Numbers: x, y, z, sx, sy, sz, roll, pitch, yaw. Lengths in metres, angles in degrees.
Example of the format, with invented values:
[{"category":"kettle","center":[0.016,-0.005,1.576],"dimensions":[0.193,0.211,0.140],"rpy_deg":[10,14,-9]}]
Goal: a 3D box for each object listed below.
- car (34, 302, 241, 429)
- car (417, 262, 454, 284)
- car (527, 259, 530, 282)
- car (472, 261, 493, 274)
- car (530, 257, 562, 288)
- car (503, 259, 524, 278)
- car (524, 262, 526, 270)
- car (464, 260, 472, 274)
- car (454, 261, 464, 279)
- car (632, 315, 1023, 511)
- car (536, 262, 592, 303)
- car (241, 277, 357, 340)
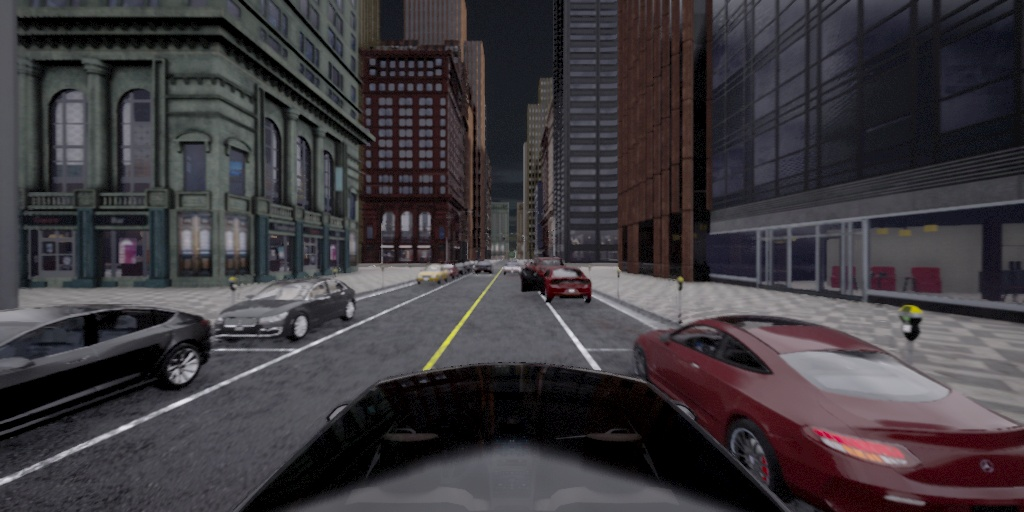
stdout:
[{"category":"car","center":[-5.763,1.314,4.115],"dimensions":[1.948,1.339,4.313],"rpy_deg":[0,0,0]},{"category":"car","center":[-5.762,1.255,26.491],"dimensions":[1.751,1.417,4.829],"rpy_deg":[0,0,0]},{"category":"car","center":[2.763,1.042,32.301],"dimensions":[2.192,1.841,5.009],"rpy_deg":[0,0,0]},{"category":"car","center":[-3.090,1.273,40.344],"dimensions":[2.033,1.411,5.357],"rpy_deg":[0,0,0]},{"category":"car","center":[2.763,1.044,26.664],"dimensions":[2.192,1.841,5.009],"rpy_deg":[0,0,0]},{"category":"car","center":[0.039,1.326,38.906],"dimensions":[1.895,1.301,4.718],"rpy_deg":[0,0,1]},{"category":"car","center":[2.764,1.164,49.209],"dimensions":[1.967,1.591,4.097],"rpy_deg":[0,0,0]},{"category":"car","center":[-5.762,1.292,37.935],"dimensions":[1.948,1.339,4.313],"rpy_deg":[0,0,0]},{"category":"car","center":[-5.762,1.310,32.298],"dimensions":[1.802,1.307,4.207],"rpy_deg":[0,0,0]},{"category":"car","center":[2.762,1.329,4.121],"dimensions":[1.802,1.307,4.207],"rpy_deg":[0,0,0]},{"category":"car","center":[2.361,1.214,16.645],"dimensions":[1.882,1.535,5.008],"rpy_deg":[0,0,0]},{"category":"car","center":[-5.763,1.293,9.752],"dimensions":[2.007,1.370,4.403],"rpy_deg":[0,0,0]}]
